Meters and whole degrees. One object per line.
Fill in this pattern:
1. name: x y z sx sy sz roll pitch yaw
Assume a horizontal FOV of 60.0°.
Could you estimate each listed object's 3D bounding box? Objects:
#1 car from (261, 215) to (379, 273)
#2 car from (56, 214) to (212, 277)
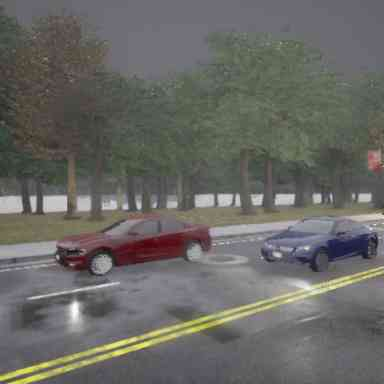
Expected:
1. car: 4.312 1.518 10.842 4.674 1.442 1.812 0 0 -36
2. car: -1.637 1.494 10.535 5.008 1.535 1.882 0 0 -36
